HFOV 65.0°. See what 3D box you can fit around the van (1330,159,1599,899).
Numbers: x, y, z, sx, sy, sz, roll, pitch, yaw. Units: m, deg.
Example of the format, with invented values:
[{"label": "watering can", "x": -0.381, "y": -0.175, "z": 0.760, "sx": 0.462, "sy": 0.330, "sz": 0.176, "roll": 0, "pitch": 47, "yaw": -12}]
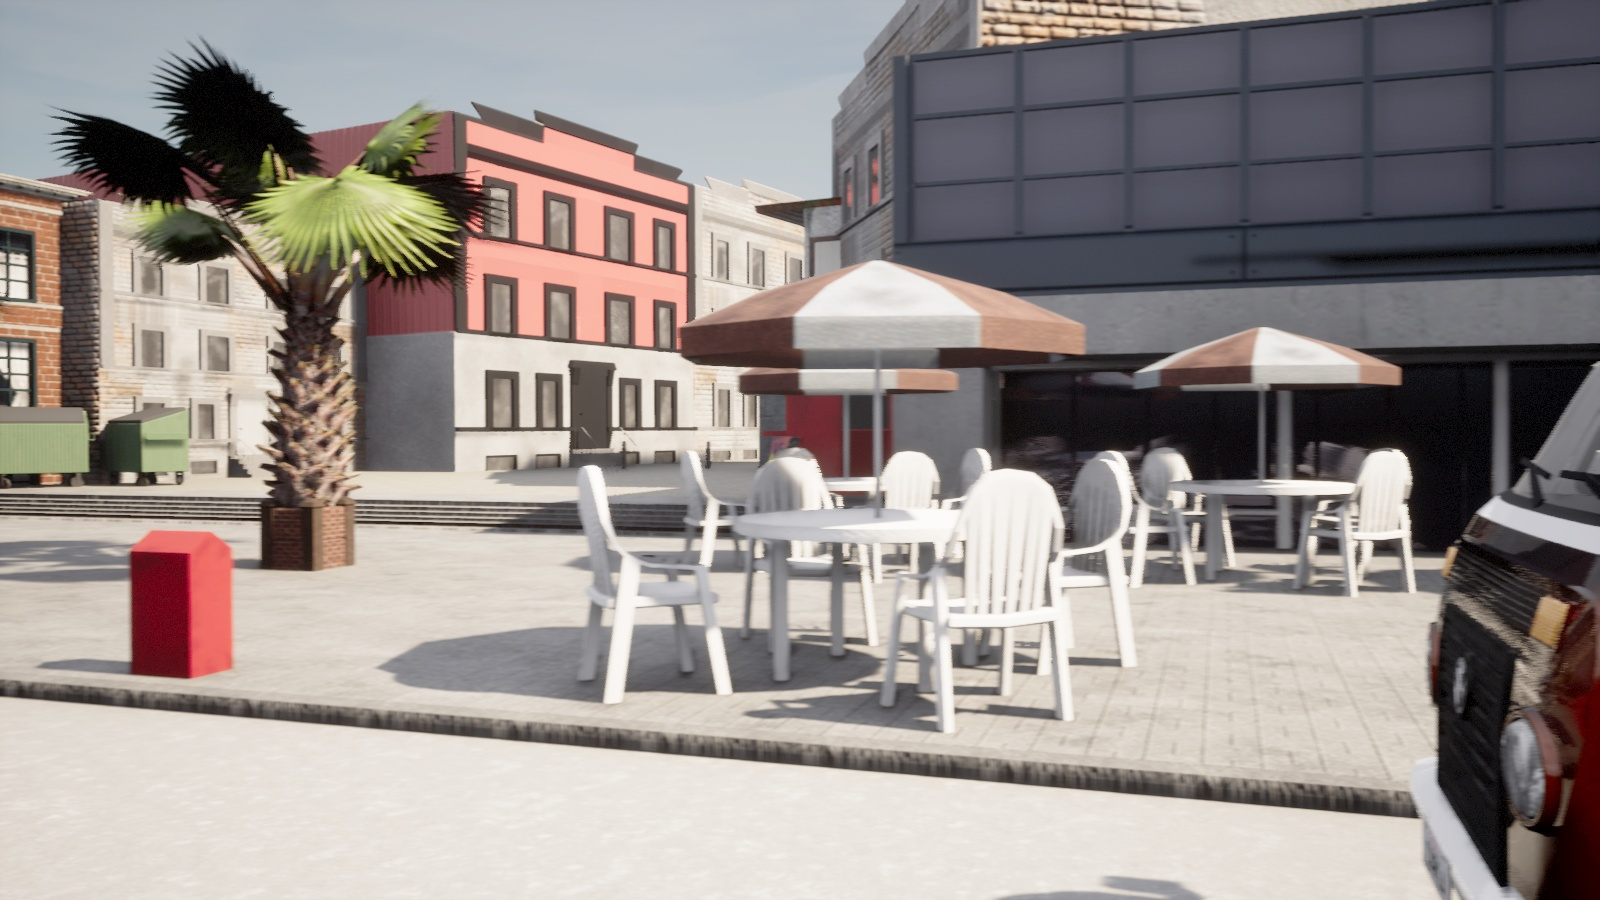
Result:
[{"label": "van", "x": 3.580, "y": 0.523, "z": 2.511, "sx": 4.480, "sy": 2.038, "sz": 2.069, "roll": 1, "pitch": 1, "yaw": 19}]
